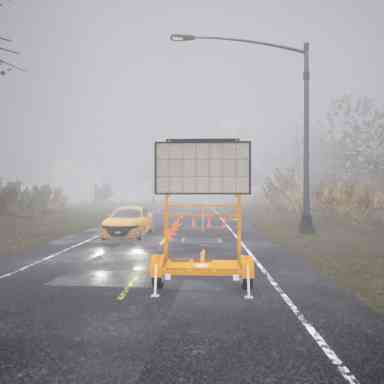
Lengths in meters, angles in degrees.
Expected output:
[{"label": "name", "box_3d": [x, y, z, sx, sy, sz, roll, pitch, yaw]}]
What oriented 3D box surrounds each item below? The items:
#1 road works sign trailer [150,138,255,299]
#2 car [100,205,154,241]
[{"label": "road works sign trailer", "box_3d": [0.273, 0.461, 8.470, 2.380, 3.560, 2.880, 0, 0, 3]}, {"label": "car", "box_3d": [-3.130, 1.471, 16.788, 1.882, 1.535, 5.008, 0, 0, 1]}]
